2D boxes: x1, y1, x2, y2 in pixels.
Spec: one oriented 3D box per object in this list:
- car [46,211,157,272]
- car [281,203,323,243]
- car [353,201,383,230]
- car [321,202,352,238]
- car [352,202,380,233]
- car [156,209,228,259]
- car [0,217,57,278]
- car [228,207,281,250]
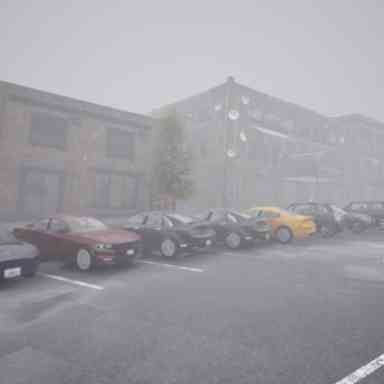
[{"bbox_3d":[-3.817,1.471,10.856,5.008,1.535,2.097,-1,-1,34],"label":"car"},{"bbox_3d":[3.321,1.467,16.010,5.008,1.535,2.097,-1,-1,34],"label":"car"},{"bbox_3d":[10.480,1.358,21.142,4.553,1.767,2.185,-1,-1,34],"label":"car"},{"bbox_3d":[5.719,1.343,17.714,4.553,1.767,2.185,-1,-1,34],"label":"car"},{"bbox_3d":[8.080,1.513,19.455,4.674,1.452,2.002,-1,-1,34],"label":"car"},{"bbox_3d":[-1.434,1.471,12.569,4.892,1.521,2.231,-1,0,34],"label":"car"},{"bbox_3d":[-6.164,1.502,9.105,4.792,1.488,2.163,-1,-1,34],"label":"car"},{"bbox_3d":[0.942,1.470,14.287,4.892,1.521,2.231,-1,-1,34],"label":"car"}]
